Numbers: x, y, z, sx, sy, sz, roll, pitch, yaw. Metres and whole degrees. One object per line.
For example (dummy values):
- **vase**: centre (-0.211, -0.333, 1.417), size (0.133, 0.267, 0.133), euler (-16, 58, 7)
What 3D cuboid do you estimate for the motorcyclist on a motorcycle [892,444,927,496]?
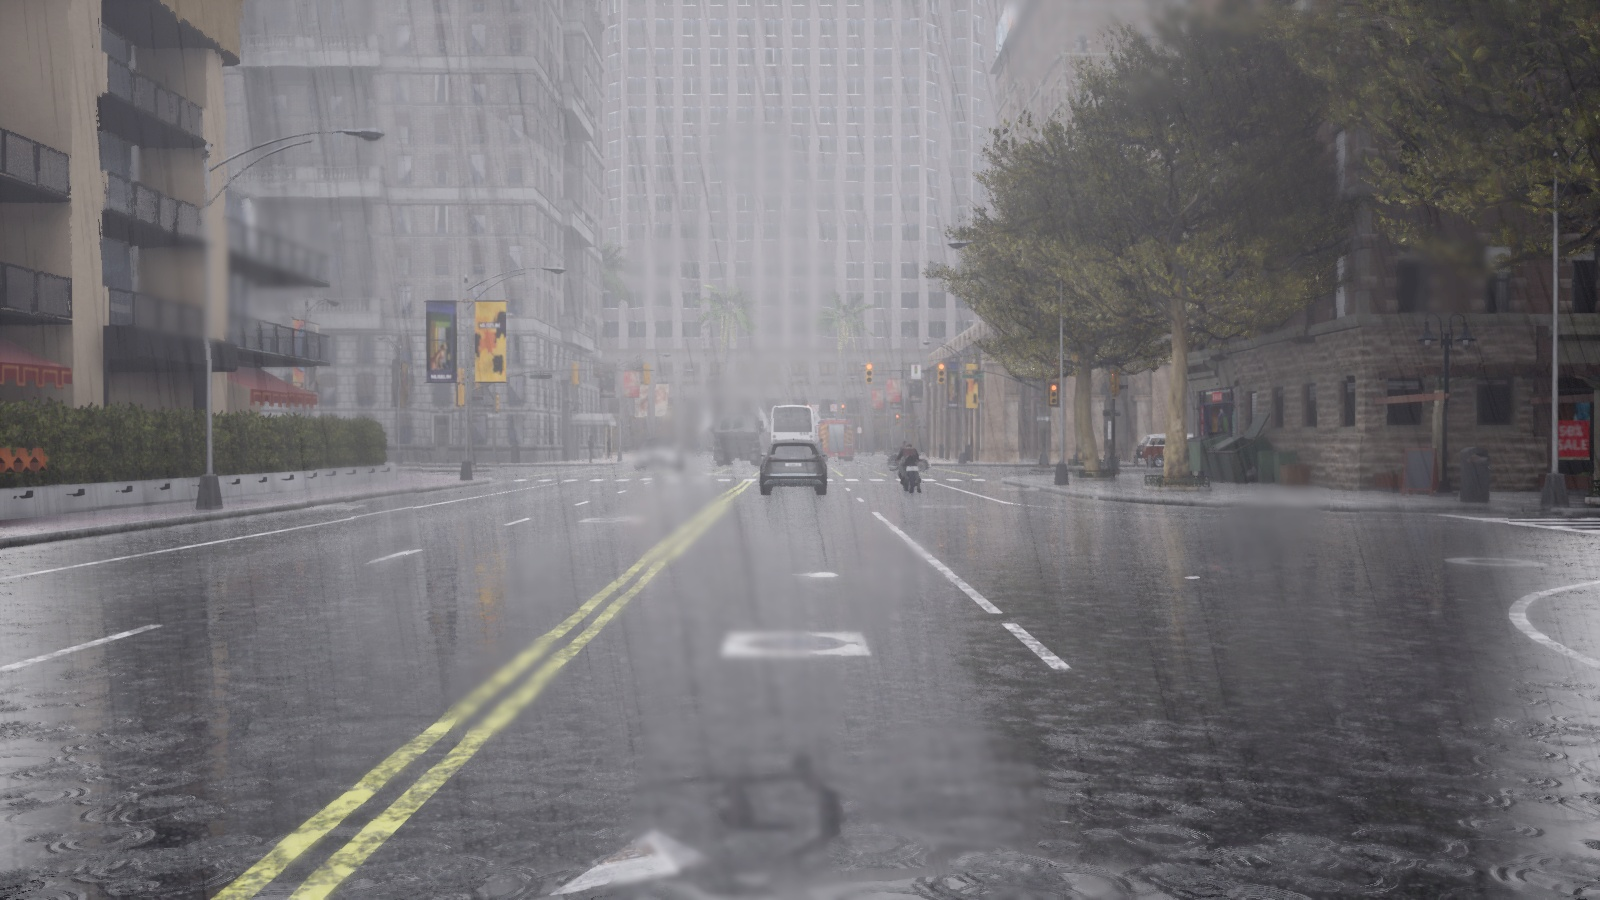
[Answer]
- **motorcyclist on a motorcycle**: centre (3.298, 0.569, 38.045), size (0.866, 1.530, 2.191), euler (0, 0, 0)

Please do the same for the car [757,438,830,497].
- **car**: centre (-0.196, 0.465, 37.376), size (2.033, 1.649, 4.856), euler (0, 0, 0)

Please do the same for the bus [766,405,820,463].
- **bus**: centre (-0.563, -1.176, 96.592), size (3.944, 4.253, 10.273), euler (0, 0, 0)

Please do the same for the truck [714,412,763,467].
- **truck**: centre (-3.974, -0.706, 82.836), size (2.891, 3.462, 7.936), euler (0, 0, 0)

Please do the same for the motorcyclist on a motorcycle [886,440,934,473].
- **motorcyclist on a motorcycle**: centre (5.664, 0.336, 64.816), size (2.350, 1.649, 0.766), euler (0, 0, 35)

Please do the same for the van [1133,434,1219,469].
- **van**: centre (22.090, 0.071, 73.871), size (4.480, 2.038, 2.069), euler (0, 0, 1)

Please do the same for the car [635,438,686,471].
- **car**: centre (-7.376, 0.208, 66.725), size (2.242, 1.667, 4.611), euler (0, 0, 0)
